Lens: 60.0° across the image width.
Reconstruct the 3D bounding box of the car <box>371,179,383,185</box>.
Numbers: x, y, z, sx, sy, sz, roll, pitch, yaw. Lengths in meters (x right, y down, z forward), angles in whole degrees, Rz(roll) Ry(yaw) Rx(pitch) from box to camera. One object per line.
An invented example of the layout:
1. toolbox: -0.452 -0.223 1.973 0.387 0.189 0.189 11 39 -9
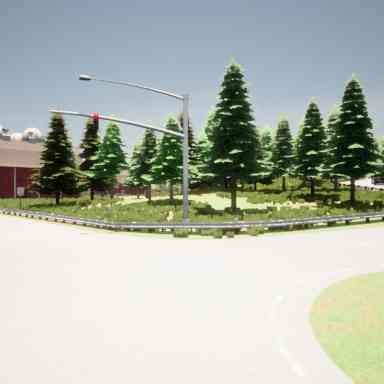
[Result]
1. car: 29.049 -1.912 51.483 1.837 1.490 4.892 0 5 21
